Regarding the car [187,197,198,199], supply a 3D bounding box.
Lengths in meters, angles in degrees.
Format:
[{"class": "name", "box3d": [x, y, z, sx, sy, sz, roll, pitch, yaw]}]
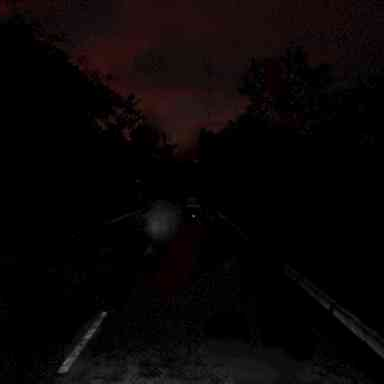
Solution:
[{"class": "car", "box3d": [0.052, 1.430, 42.941, 1.882, 1.535, 5.008, 0, 0, -1]}]

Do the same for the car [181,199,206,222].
[{"class": "car", "box3d": [0.107, 1.510, 25.829, 1.812, 1.442, 4.674, 0, 0, 0]}]

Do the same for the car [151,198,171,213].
[{"class": "car", "box3d": [-3.350, 1.456, 36.814, 2.128, 1.511, 4.902, 0, 0, 0]}]
